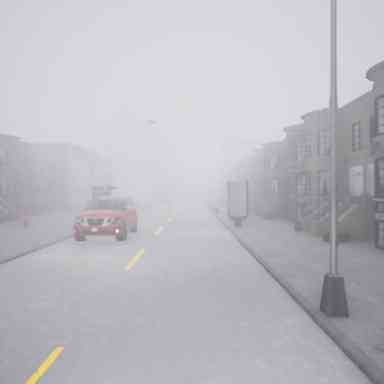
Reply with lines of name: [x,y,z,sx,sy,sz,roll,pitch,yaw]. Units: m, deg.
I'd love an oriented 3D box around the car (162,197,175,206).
car: [-4.026,1.586,57.888,2.033,1.411,5.357,0,0,1]

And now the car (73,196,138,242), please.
car: [-4.103,1.231,16.777,2.150,2.045,5.566,0,0,0]
